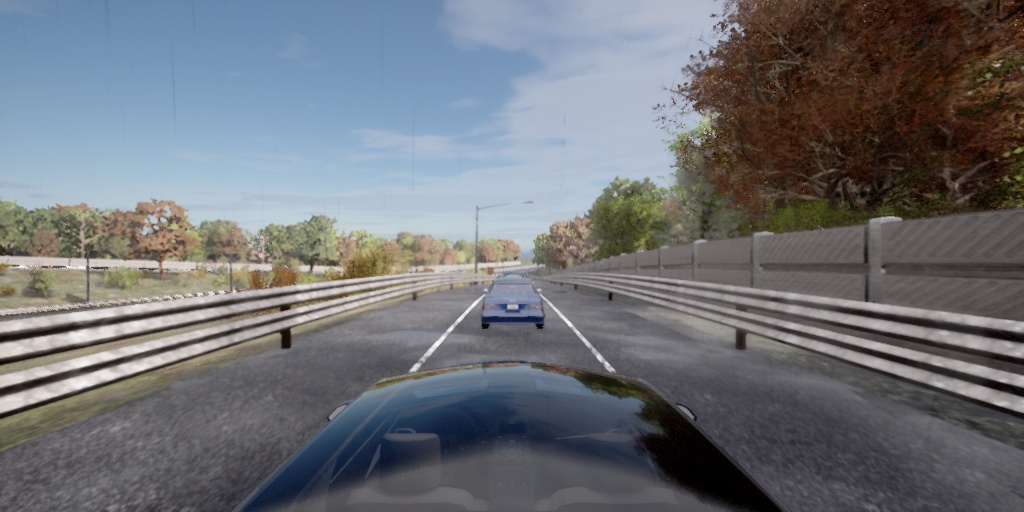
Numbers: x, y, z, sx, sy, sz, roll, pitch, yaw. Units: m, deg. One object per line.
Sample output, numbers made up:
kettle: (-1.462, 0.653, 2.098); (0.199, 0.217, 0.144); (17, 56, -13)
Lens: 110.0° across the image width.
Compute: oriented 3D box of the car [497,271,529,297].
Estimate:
car: (0.073, 1.713, 22.828); (1.812, 1.442, 4.674); (0, -2, 0)

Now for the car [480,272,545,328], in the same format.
car: (0.019, 1.403, 11.748); (2.033, 1.411, 5.357); (0, -1, 0)
